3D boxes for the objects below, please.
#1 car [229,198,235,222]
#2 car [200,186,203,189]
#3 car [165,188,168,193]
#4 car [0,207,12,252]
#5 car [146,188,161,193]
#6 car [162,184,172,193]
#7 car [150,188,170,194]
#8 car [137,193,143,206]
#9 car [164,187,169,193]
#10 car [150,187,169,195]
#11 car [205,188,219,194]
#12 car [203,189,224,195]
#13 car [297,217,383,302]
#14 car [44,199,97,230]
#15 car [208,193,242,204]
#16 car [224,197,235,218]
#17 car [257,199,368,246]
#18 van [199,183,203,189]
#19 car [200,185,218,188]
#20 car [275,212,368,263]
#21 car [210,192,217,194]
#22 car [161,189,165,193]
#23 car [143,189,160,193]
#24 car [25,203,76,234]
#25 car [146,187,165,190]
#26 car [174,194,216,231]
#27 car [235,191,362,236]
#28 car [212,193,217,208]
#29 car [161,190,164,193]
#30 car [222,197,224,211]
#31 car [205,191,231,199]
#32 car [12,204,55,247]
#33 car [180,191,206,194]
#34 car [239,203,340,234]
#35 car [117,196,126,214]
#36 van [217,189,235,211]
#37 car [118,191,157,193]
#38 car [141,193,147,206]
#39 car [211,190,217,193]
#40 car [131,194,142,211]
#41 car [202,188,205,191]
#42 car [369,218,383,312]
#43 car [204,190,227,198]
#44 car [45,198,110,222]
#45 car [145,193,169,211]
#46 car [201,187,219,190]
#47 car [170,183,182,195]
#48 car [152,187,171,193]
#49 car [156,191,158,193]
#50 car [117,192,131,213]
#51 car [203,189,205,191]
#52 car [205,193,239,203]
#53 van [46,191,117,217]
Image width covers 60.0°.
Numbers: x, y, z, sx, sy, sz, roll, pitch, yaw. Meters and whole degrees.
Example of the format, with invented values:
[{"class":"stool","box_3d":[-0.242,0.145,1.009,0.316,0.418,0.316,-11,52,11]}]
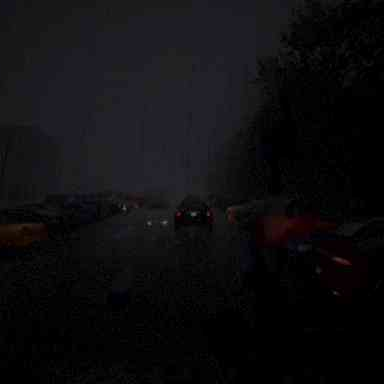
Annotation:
[{"class":"car","box_3d":[5.037,1.318,20.665,4.892,1.521,2.231,0,0,0]},{"class":"car","box_3d":[5.010,-0.165,82.094,4.674,1.452,2.002,0,3,0]},{"class":"car","box_3d":[-8.098,0.401,70.767,4.792,1.488,2.163,0,2,0]},{"class":"car","box_3d":[-8.076,1.283,9.496,4.553,1.767,2.185,0,0,0]},{"class":"car","box_3d":[-8.032,0.727,56.826,4.553,1.767,2.185,0,1,0]},{"class":"car","box_3d":[-8.042,-0.143,76.315,5.566,2.045,2.435,0,3,0]},{"class":"car","box_3d":[-8.045,-0.326,84.676,4.792,1.488,2.163,0,3,0]},{"class":"car","box_3d":[-8.060,1.198,34.546,5.008,1.535,2.097,0,1,0]},{"class":"car","box_3d":[-8.076,0.246,73.542,4.892,1.521,2.231,0,3,0]},{"class":"car","box_3d":[-8.042,-0.318,81.886,4.553,1.767,2.185,0,3,0]},{"class":"car","box_3d":[5.048,0.782,48.644,5.566,2.045,2.435,0,1,0]},{"class":"car","box_3d":[5.037,-0.013,79.186,4.792,1.488,2.163,0,3,0]},{"class":"car","box_3d":[5.031,1.429,6.741,5.008,1.535,2.097,0,0,0]},{"class":"car","box_3d":[-8.053,1.342,17.847,5.008,1.535,2.097,0,0,0]},{"class":"car","box_3d":[5.024,0.979,51.438,5.008,1.535,2.097,0,1,0]},{"class":"car","box_3d":[5.035,1.294,23.450,5.008,1.535,2.097,0,0,0]},{"class":"car","box_3d":[5.003,1.260,12.310,4.553,1.767,2.185,0,0,0]},{"class":"van","box_3d":[4.878,-0.748,87.528,4.442,1.987,1.878,-1,3,0]},{"class":"car","box_3d":[5.008,-0.328,84.875,4.674,1.452,2.002,0,3,0]},{"class":"car","box_3d":[5.038,1.447,9.526,4.674,1.452,2.002,0,0,0]},{"class":"car","box_3d":[5.018,1.146,40.283,5.008,1.535,2.097,0,1,0]},{"class":"car","box_3d":[-8.094,0.715,62.402,4.792,1.488,2.163,0,2,0]},{"class":"car","box_3d":[-8.031,0.797,54.046,4.553,1.767,2.185,0,1,0]},{"class":"car","box_3d":[-8.044,1.405,15.063,4.674,1.452,2.002,0,0,0]},{"class":"car","box_3d":[-8.098,0.464,65.183,4.553,1.767,2.185,0,2,0]},{"class":"car","box_3d":[0.091,1.198,19.648,2.097,1.767,4.553,0,0,0]},{"class":"car","box_3d":[5.005,1.113,15.092,5.566,2.045,2.435,0,0,0]},{"class":"car","box_3d":[5.210,1.169,37.374,5.366,1.575,1.946,0,0,0]},{"class":"car","box_3d":[-8.035,0.803,59.616,4.792,1.488,2.163,0,2,0]},{"class":"car","box_3d":[5.031,1.310,26.236,4.674,1.452,2.002,0,1,0]},{"class":"car","box_3d":[5.008,0.582,65.374,5.008,1.535,2.097,0,2,0]},{"class":"car","box_3d":[-8.231,1.384,12.280,5.366,1.575,1.946,0,0,0]},{"class":"car","box_3d":[0.085,1.058,35.836,2.097,1.767,4.553,0,1,0]},{"class":"car","box_3d":[5.060,1.370,17.883,4.792,1.488,2.163,0,0,0]},{"class":"car","box_3d":[-8.045,1.273,26.197,4.892,1.521,2.231,0,0,0]},{"class":"van","box_3d":[4.910,0.995,31.802,4.442,1.987,1.878,0,1,0]},{"class":"car","box_3d":[-8.066,1.037,48.474,5.008,1.535,2.097,0,1,0]},{"class":"car","box_3d":[-8.059,1.189,40.113,4.674,1.452,2.002,0,1,0]},{"class":"car","box_3d":[5.054,0.991,43.066,4.553,1.767,2.185,0,1,0]},{"class":"car","box_3d":[-7.868,1.220,31.763,5.366,1.575,1.946,0,1,0]},{"class":"car","box_3d":[5.007,0.476,68.162,5.008,1.535,2.097,0,2,0]},{"class":"car","box_3d":[5.005,1.324,3.956,4.553,1.767,2.185,0,0,0]},{"class":"car","box_3d":[4.982,0.391,70.952,4.792,1.488,2.163,0,3,0]},{"class":"car","box_3d":[-8.044,1.319,20.630,5.008,1.535,2.097,0,0,0]},{"class":"car","box_3d":[-3.601,1.177,36.366,1.882,1.535,5.008,0,1,0]},{"class":"car","box_3d":[5.196,0.238,73.604,5.366,1.575,1.946,0,3,0]},{"class":"car","box_3d":[-3.531,-0.405,77.384,2.150,2.045,5.566,0,3,0]},{"class":"car","box_3d":[-8.104,-0.489,87.455,4.792,1.488,2.163,0,3,0]},{"class":"car","box_3d":[-8.058,1.024,51.263,4.674,1.452,2.002,0,1,0]},{"class":"car","box_3d":[-8.084,1.121,29.104,4.553,1.767,2.185,0,1,0]},{"class":"car","box_3d":[5.009,0.684,62.458,4.892,1.521,2.231,0,2,0]},{"class":"car","box_3d":[4.833,0.914,54.226,5.366,1.575,1.946,0,1,0]},{"class":"van","box_3d":[-7.933,1.070,23.411,4.442,1.987,1.878,0,0,0]}]
